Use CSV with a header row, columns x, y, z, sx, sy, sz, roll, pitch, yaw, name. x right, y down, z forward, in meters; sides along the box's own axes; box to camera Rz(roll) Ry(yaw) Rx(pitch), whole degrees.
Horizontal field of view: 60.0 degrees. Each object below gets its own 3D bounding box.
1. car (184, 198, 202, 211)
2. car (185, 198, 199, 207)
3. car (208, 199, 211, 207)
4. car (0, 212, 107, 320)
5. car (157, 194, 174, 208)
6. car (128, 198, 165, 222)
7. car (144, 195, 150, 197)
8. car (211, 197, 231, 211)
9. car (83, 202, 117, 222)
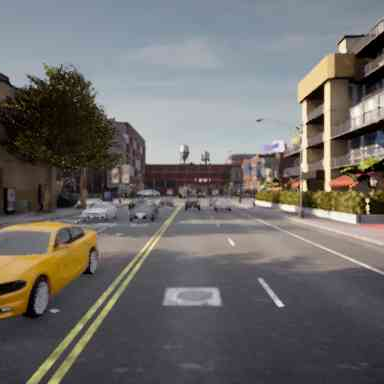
x,y,z,sx,sy,sz,roll,pitch,yaw,name
0.084,1.443,39.990,1.837,1.490,4.892,0,0,0,car
-0.008,1.525,49.839,1.895,1.301,4.718,0,0,0,car
3.492,1.472,49.702,2.033,1.411,5.357,0,0,0,car
-3.612,1.466,7.577,1.882,1.535,5.008,0,0,0,car
-3.577,1.435,47.222,1.837,1.490,4.892,0,-1,0,car
-3.602,1.450,25.672,2.128,1.511,4.902,0,0,0,car
-7.096,1.480,43.808,2.033,1.411,5.357,0,0,0,car
3.579,1.465,39.834,1.812,1.442,4.674,0,0,0,car
-7.116,1.485,25.991,1.812,1.442,4.674,0,0,1,car
